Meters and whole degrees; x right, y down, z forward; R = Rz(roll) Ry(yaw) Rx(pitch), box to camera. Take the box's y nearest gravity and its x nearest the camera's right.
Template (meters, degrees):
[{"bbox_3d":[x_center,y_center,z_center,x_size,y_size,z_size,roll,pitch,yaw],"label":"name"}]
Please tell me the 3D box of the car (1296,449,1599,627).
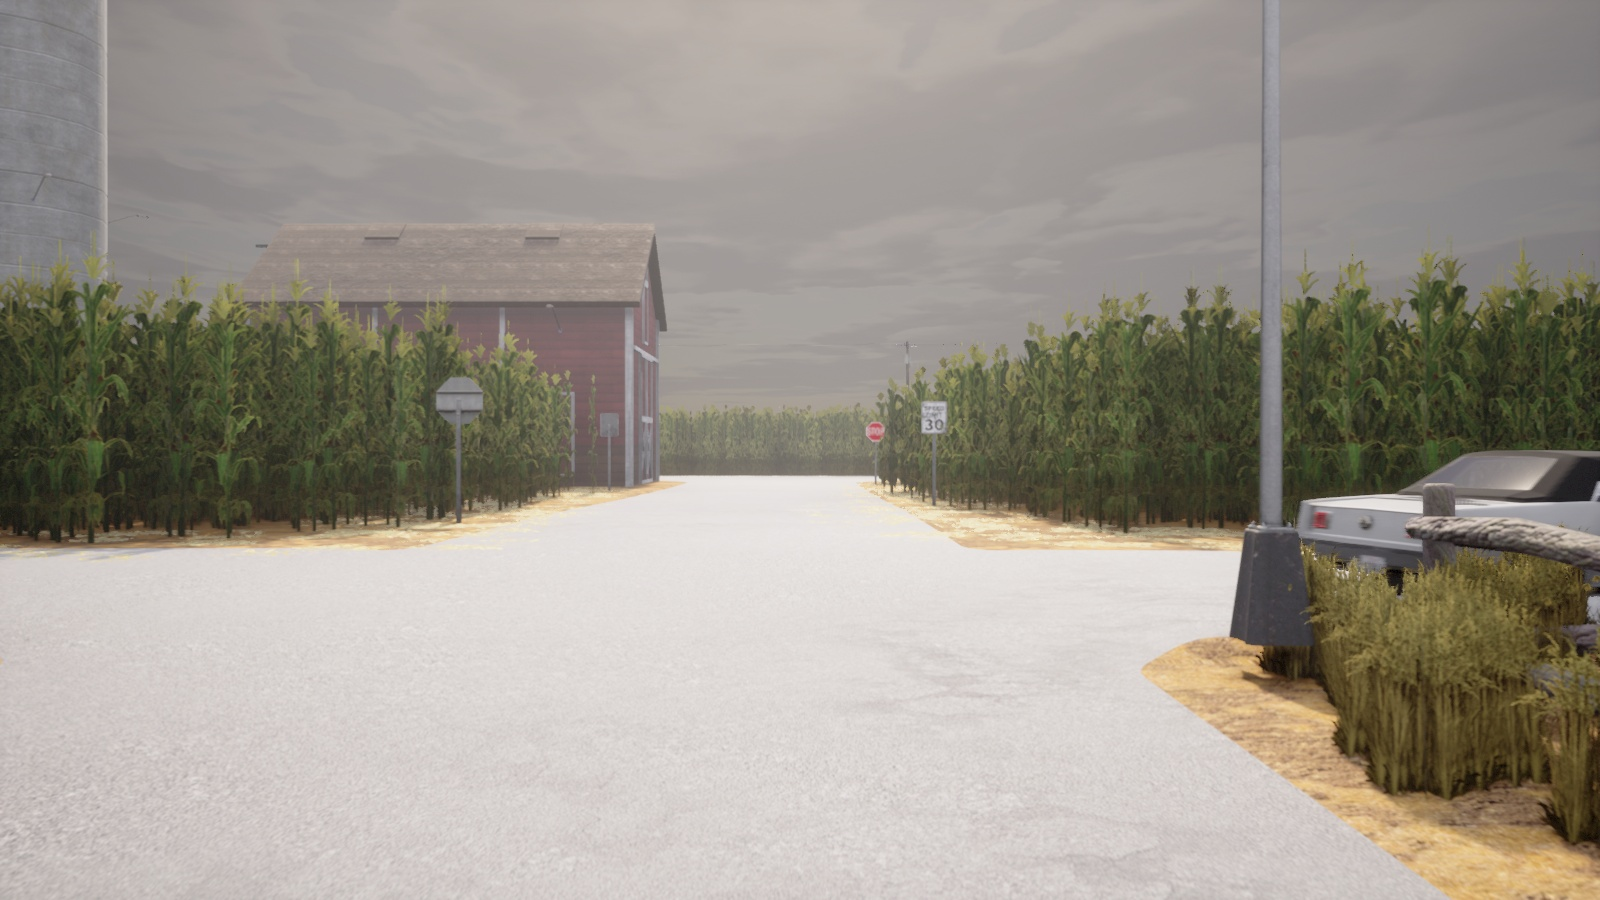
[{"bbox_3d":[6.886,0.670,10.607,4.718,1.301,1.895,0,0,-11],"label":"car"}]
